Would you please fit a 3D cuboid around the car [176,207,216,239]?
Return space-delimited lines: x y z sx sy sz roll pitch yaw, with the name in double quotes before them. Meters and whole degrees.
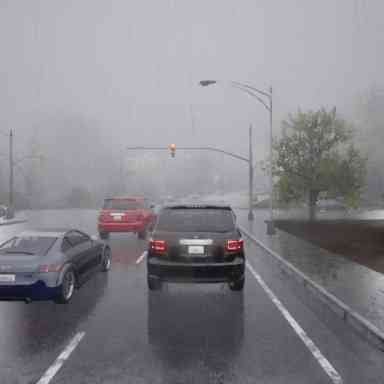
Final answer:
"car" 0.244 1.605 18.443 1.994 1.385 4.181 0 0 2

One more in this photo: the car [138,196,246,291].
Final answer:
"car" 0.100 1.234 9.215 2.150 2.045 5.566 0 0 0

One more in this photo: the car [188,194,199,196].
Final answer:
"car" 0.150 1.190 72.941 2.128 1.511 4.902 0 2 23

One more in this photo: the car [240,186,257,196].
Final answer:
"car" 13.942 0.093 84.488 2.097 1.767 4.553 0 3 33

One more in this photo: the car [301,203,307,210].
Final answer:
"car" 16.072 1.549 41.056 4.902 1.511 2.128 -1 0 3

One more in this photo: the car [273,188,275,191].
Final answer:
"car" 23.217 -0.477 92.003 2.033 1.411 5.357 0 3 37

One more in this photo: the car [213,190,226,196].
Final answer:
"car" 7.126 0.367 86.748 2.128 1.511 4.902 0 3 30

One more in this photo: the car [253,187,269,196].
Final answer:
"car" 17.511 0.264 83.616 1.895 1.301 4.718 0 3 33

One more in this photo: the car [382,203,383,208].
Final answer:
"car" 25.866 1.350 40.497 4.892 1.490 1.837 -2 0 3

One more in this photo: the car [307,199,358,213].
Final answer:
"car" 15.967 1.646 37.556 4.718 1.301 1.895 -1 0 3

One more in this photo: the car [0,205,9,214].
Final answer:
"car" -22.438 1.741 36.034 4.902 1.511 2.128 -1 0 2

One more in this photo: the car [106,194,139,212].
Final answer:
"car" -8.595 1.337 41.846 2.150 2.045 5.566 0 0 9

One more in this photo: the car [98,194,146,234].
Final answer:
"car" -3.287 1.260 17.613 2.150 2.045 5.566 0 0 1

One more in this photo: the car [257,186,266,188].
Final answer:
"car" 19.620 -0.763 93.023 2.150 2.045 5.566 0 3 37

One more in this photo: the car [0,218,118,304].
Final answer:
"car" -3.408 1.574 8.211 1.994 1.385 4.181 0 0 2
